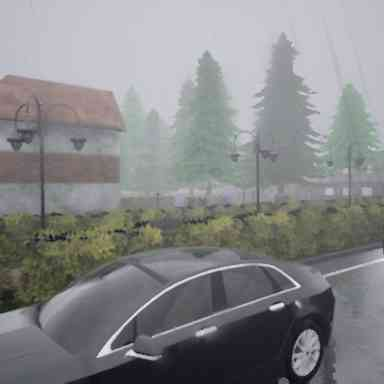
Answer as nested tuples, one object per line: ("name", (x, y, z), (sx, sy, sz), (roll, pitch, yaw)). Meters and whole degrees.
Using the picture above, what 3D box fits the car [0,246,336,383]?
("car", (-0.332, 1.478, 3.758), (4.892, 1.490, 1.837), (-1, 1, -36))
